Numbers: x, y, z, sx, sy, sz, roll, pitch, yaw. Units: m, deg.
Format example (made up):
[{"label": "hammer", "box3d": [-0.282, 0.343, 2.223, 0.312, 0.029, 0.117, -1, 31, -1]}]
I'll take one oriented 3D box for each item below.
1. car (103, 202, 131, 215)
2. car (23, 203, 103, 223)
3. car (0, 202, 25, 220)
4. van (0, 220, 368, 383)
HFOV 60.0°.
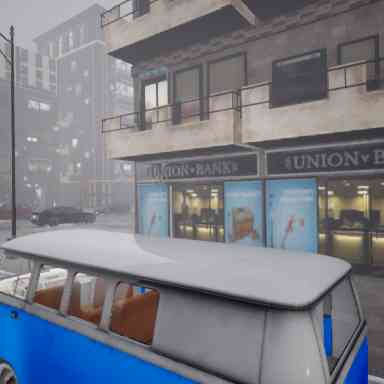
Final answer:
[{"label": "car", "box3d": [-8.644, 1.798, 36.426, 1.947, 1.339, 4.313, -2, -1, 36]}, {"label": "car", "box3d": [-8.573, 1.583, 22.375, 1.947, 1.339, 4.313, -2, -1, 36]}, {"label": "car", "box3d": [-15.324, 1.608, 27.343, 1.967, 1.590, 4.097, -2, -1, 36]}, {"label": "van", "box3d": [-0.479, 1.342, 3.202, 3.998, 1.788, 1.690, 0, -1, 36]}]
